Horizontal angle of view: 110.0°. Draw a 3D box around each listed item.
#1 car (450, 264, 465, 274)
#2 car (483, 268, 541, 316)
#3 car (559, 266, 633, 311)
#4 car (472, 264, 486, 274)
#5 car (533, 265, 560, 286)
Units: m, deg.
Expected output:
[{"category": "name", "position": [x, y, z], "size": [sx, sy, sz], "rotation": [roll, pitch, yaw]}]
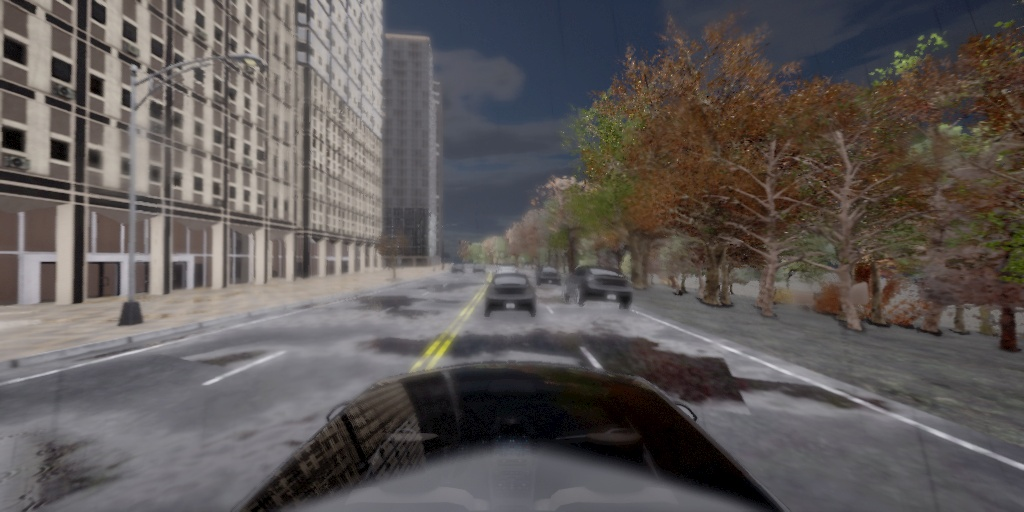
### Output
[{"category": "car", "position": [-8.179, 1.913, 54.495], "size": [1.837, 1.490, 4.892], "rotation": [0, -1, -3]}, {"category": "car", "position": [-0.071, 1.409, 14.180], "size": [1.837, 1.490, 4.892], "rotation": [0, 0, 0]}, {"category": "car", "position": [3.263, 1.164, 14.181], "size": [1.837, 1.490, 4.892], "rotation": [6, -1, -1]}, {"category": "car", "position": [-4.881, 1.901, 53.615], "size": [1.837, 1.490, 4.892], "rotation": [0, -1, -3]}, {"category": "car", "position": [2.866, 1.473, 29.238], "size": [1.837, 1.490, 4.892], "rotation": [4, 5, -1]}]
